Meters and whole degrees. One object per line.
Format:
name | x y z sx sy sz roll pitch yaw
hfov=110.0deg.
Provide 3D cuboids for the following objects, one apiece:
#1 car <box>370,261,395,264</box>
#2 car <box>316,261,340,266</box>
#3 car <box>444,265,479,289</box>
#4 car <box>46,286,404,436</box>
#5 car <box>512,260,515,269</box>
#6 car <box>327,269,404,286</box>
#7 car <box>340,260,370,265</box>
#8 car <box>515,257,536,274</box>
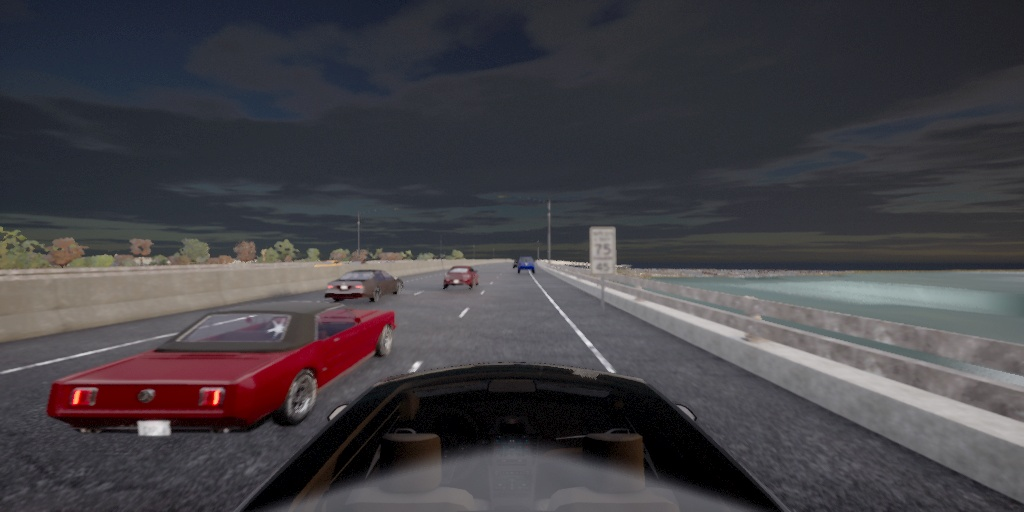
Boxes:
car | -16.920 1.442 48.879 2.033 1.411 5.357 0 0 2
car | -23.951 1.364 47.319 1.882 1.535 5.008 0 0 2
car | -3.257 1.335 23.464 1.812 1.442 4.674 0 0 1
car | -3.392 1.359 5.631 1.895 1.301 4.718 0 0 0
car | 1.071 1.463 62.759 1.837 1.490 4.892 0 0 2
car | -6.830 1.336 17.151 2.033 1.411 5.357 0 0 1
car | -20.441 1.367 47.799 1.882 1.535 5.008 0 0 2
car | 1.767 1.109 44.950 2.150 2.045 5.566 0 0 1
